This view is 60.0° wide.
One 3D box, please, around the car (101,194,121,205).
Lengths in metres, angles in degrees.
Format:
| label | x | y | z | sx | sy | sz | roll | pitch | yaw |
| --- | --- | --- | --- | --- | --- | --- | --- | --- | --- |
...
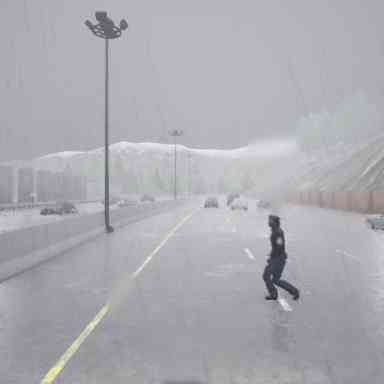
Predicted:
| label | x | y | z | sx | sy | sz | roll | pitch | yaw |
| --- | --- | --- | --- | --- | --- | --- | --- | --- | --- |
| car | -14.198 | 1.490 | 57.223 | 2.128 | 1.511 | 4.902 | 0 | 0 | 4 |

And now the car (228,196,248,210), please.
| label | x | y | z | sx | sy | sz | roll | pitch | yaw |
| --- | --- | --- | --- | --- | --- | --- | --- | --- | --- |
| car | 5.933 | 1.526 | 42.233 | 1.812 | 1.442 | 4.674 | 0 | 0 | 4 |

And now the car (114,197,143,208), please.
| label | x | y | z | sx | sy | sz | roll | pitch | yaw |
| --- | --- | --- | --- | --- | --- | --- | --- | --- | --- |
| car | -8.214 | 1.601 | 43.518 | 1.895 | 1.301 | 4.718 | 0 | 0 | 4 |

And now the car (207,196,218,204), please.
| label | x | y | z | sx | sy | sz | roll | pitch | yaw |
| --- | --- | --- | --- | --- | --- | --- | --- | --- | --- |
| car | 3.951 | 1.547 | 64.213 | 2.033 | 1.411 | 5.357 | 0 | 0 | 4 |

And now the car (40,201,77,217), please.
| label | x | y | z | sx | sy | sz | roll | pitch | yaw |
| --- | --- | --- | --- | --- | --- | --- | --- | --- | --- |
| car | -12.638 | 1.564 | 31.664 | 1.994 | 1.385 | 4.181 | 0 | 0 | 4 |

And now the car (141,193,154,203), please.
| label | x | y | z | sx | sy | sz | roll | pitch | yaw |
| --- | --- | --- | --- | --- | --- | --- | --- | --- | --- |
| car | -9.713 | 1.224 | 72.620 | 2.150 | 2.045 | 5.566 | 0 | 0 | 3 |

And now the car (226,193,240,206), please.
| label | x | y | z | sx | sy | sz | roll | pitch | yaw |
| --- | --- | --- | --- | --- | --- | --- | --- | --- | --- |
| car | 6.855 | 1.221 | 54.579 | 2.150 | 2.045 | 5.566 | 0 | 0 | 5 |

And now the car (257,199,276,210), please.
| label | x | y | z | sx | sy | sz | roll | pitch | yaw |
| --- | --- | --- | --- | --- | --- | --- | --- | --- | --- |
| car | 9.476 | 1.600 | 42.683 | 1.895 | 1.301 | 4.718 | 0 | 0 | 5 |

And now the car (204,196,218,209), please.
| label | x | y | z | sx | sy | sz | roll | pitch | yaw |
| --- | --- | --- | --- | --- | --- | --- | --- | --- | --- |
| car | 2.741 | 1.601 | 46.322 | 1.895 | 1.301 | 4.718 | 0 | 0 | 4 |

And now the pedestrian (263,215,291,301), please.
| label | x | y | z | sx | sy | sz | roll | pitch | yaw |
| --- | --- | --- | --- | --- | --- | --- | --- | --- | --- |
| pedestrian | 1.732 | 1.294 | 6.799 | 0.375 | 1.860 | 0.375 | 0 | 0 | 2 |

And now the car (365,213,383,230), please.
| label | x | y | z | sx | sy | sz | roll | pitch | yaw |
| --- | --- | --- | --- | --- | --- | --- | --- | --- | --- |
| car | 11.242 | 1.601 | 17.927 | 1.895 | 1.301 | 4.718 | 0 | 0 | 3 |
